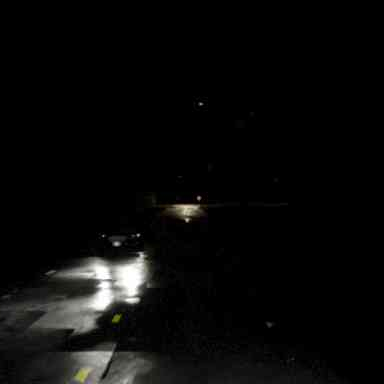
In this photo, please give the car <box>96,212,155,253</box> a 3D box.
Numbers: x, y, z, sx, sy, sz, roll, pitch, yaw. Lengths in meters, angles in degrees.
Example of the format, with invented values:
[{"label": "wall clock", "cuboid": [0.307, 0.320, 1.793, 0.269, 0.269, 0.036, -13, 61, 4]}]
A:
[{"label": "car", "cuboid": [-2.754, 1.657, 14.638, 2.128, 1.511, 4.902, 0, -1, 0]}]
